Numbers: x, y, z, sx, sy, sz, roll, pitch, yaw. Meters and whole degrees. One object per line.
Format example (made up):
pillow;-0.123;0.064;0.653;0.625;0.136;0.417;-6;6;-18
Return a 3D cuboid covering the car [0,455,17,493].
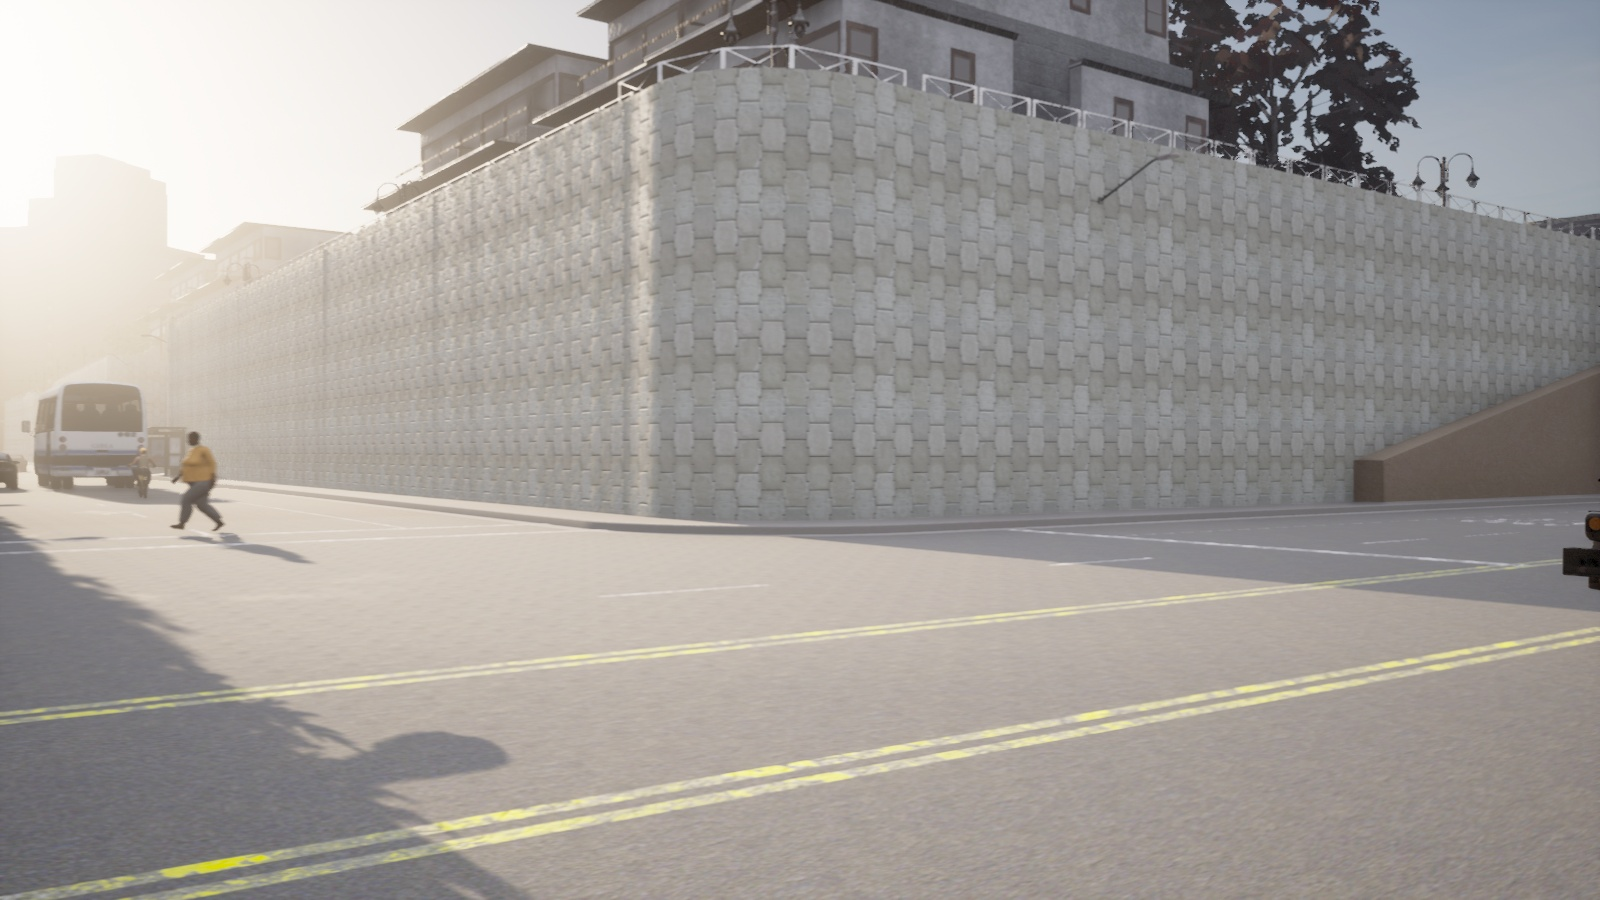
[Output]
car;-32.726;0.943;50.492;1.837;1.490;4.892;0;0;-35

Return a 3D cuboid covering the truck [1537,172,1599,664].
truck;9.476;-0.232;10.260;7.936;3.462;2.891;0;0;-35

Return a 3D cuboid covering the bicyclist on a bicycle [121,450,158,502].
bicyclist on a bicycle;-21.173;0.825;40.262;0.866;1.612;1.509;0;0;-35

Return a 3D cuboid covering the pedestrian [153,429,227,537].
pedestrian;-10.786;0.567;22.204;0.874;1.855;0.900;0;0;42

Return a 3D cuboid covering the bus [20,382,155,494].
bus;-30.274;-0.438;53.084;3.944;4.253;10.273;0;0;-35
